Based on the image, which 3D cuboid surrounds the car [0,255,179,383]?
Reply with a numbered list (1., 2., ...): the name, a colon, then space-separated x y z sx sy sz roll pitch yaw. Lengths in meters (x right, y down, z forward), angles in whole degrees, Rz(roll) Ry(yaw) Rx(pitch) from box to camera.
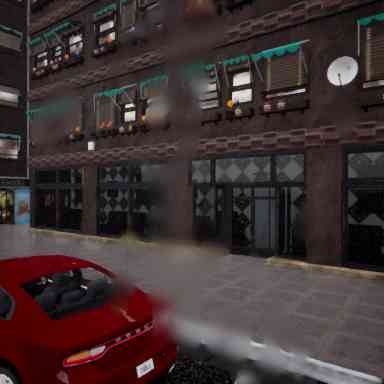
1. car: -2.262 1.544 4.478 4.507 1.381 1.887 0 0 35
